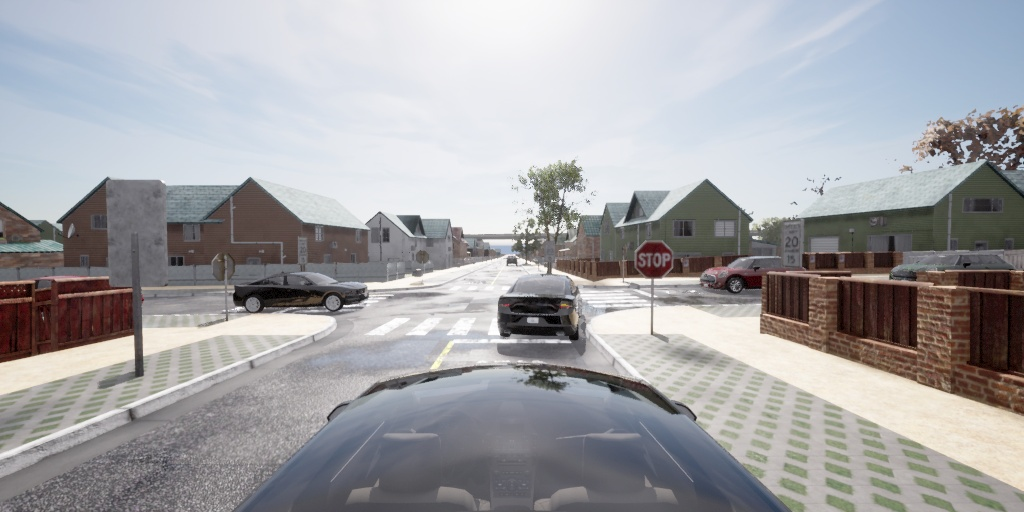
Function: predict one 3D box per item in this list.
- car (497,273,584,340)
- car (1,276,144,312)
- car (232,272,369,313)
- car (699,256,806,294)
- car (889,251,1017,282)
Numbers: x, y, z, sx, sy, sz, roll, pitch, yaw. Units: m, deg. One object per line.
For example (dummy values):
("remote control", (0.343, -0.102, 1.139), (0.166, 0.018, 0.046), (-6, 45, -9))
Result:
("car", (0.957, 1.225, 10.085), (1.882, 1.535, 5.008), (0, 0, 12))
("car", (-18.022, 1.547, 14.548), (5.008, 1.535, 1.882), (-1, 2, 0))
("car", (-8.469, 1.377, 14.611), (5.008, 1.535, 1.882), (-1, 2, 0))
("car", (11.805, 0.820, 17.695), (4.553, 1.767, 2.097), (-1, 2, 0))
("car", (21.700, 0.646, 17.767), (4.553, 1.767, 2.097), (-1, 2, 0))
